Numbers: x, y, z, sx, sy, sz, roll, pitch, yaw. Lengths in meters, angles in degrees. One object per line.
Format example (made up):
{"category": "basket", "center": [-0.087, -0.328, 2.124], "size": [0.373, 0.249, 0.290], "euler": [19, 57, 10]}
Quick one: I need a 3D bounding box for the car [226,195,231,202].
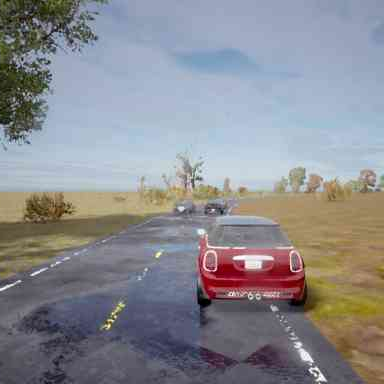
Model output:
{"category": "car", "center": [3.718, 1.527, 44.896], "size": [2.033, 1.411, 5.357], "euler": [0, 0, 11]}

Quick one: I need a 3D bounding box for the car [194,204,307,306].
{"category": "car", "center": [1.197, 1.351, 8.221], "size": [2.097, 1.767, 4.553], "euler": [0, 0, 2]}

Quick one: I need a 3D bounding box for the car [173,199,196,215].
{"category": "car", "center": [-0.723, 1.482, 34.251], "size": [2.128, 1.511, 4.902], "euler": [0, 0, 7]}

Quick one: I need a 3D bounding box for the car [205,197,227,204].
{"category": "car", "center": [2.386, 1.494, 34.813], "size": [1.837, 1.490, 4.892], "euler": [0, 0, 8]}

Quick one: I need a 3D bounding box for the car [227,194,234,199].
{"category": "car", "center": [9.425, 1.247, 82.555], "size": [1.837, 1.490, 4.892], "euler": [0, 0, 17]}
